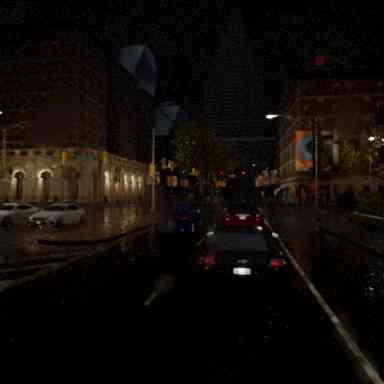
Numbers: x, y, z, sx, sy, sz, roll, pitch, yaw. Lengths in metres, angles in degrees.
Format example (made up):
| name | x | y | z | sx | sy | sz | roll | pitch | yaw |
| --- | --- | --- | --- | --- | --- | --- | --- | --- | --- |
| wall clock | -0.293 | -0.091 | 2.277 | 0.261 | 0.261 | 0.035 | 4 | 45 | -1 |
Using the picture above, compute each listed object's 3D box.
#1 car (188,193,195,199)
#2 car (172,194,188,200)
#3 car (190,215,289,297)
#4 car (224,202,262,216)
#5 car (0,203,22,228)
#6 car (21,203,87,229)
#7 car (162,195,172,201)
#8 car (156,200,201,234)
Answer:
| name | x | y | z | sx | sy | sz | roll | pitch | yaw |
| --- | --- | --- | --- | --- | --- | --- | --- | --- | --- |
| car | -0.406 | 1.177 | 94.626 | 2.097 | 1.767 | 4.553 | 0 | 0 | 9 |
| car | -2.841 | 1.348 | 79.236 | 1.837 | 1.490 | 4.892 | 0 | 0 | 9 |
| car | 1.308 | 1.549 | 8.647 | 1.994 | 1.385 | 4.181 | 0 | 0 | 9 |
| car | 2.902 | 1.320 | 18.947 | 2.097 | 1.767 | 4.553 | 0 | 0 | 9 |
| car | -11.925 | 1.470 | 21.986 | 1.812 | 1.442 | 4.674 | 0 | 0 | 9 |
| car | -8.467 | 1.475 | 21.446 | 1.812 | 1.442 | 4.674 | 0 | 0 | 9 |
| car | -5.853 | 1.436 | 80.993 | 1.895 | 1.301 | 4.718 | 0 | 0 | 9 |
| car | -0.647 | 1.441 | 18.894 | 1.882 | 1.535 | 5.008 | 0 | 0 | 9 |
